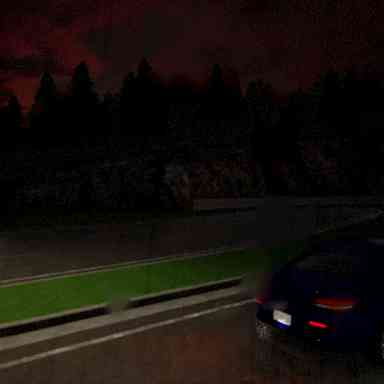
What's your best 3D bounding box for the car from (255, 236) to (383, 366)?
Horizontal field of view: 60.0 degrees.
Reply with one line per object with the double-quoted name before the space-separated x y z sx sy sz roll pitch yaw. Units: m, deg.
"car" 3.158 1.493 5.653 4.674 1.442 1.812 0 0 -32
